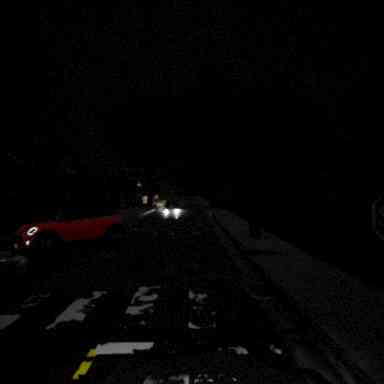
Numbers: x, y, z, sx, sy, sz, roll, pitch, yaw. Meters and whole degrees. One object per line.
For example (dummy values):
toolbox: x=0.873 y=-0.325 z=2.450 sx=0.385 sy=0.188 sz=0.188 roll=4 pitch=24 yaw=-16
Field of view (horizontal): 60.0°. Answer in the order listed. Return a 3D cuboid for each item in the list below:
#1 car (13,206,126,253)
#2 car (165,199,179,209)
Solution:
car: x=-5.292 y=1.474 z=14.623 sx=4.553 sy=1.767 sz=2.097 roll=-3 pitch=-1 yaw=-43
car: x=-2.821 y=1.616 z=47.170 sx=1.895 sy=1.301 sz=4.718 roll=0 pitch=0 yaw=0
